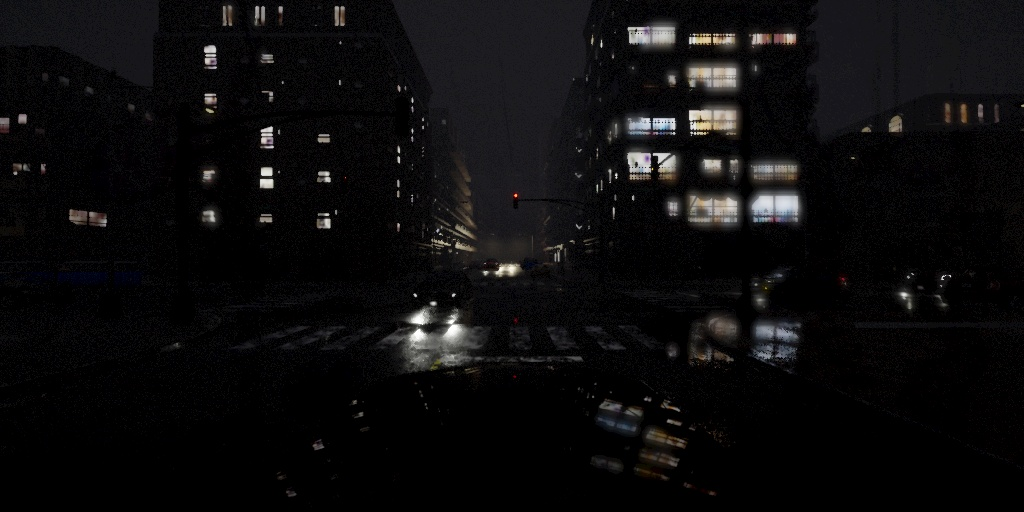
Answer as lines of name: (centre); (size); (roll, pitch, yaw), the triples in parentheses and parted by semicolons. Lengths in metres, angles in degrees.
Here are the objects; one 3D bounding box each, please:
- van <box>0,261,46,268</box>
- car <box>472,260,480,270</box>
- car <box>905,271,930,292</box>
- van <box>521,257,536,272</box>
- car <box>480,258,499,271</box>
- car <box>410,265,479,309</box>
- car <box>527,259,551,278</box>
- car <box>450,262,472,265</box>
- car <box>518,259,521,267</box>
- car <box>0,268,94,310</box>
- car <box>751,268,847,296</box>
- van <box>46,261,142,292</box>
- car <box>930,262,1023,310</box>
van: (-30.447, 1.201, 21.691); (3.998, 1.789, 1.690); (0, 0, 1)
car: (-5.431, 1.367, 52.995); (1.802, 1.307, 4.207); (0, 0, 0)
car: (23.387, 1.074, 18.520); (4.553, 1.767, 2.097); (0, -1, 1)
van: (2.495, 1.119, 47.418); (1.690, 1.789, 3.998); (0, 0, 0)
car: (-2.860, 1.123, 50.280); (2.097, 1.767, 4.553); (0, 0, 0)
car: (-2.781, 1.302, 15.351); (2.033, 1.411, 5.357); (0, 0, 0)
car: (2.623, 1.290, 33.585); (1.751, 1.417, 4.829); (0, 0, 0)
car: (-5.522, 1.317, 36.022); (2.007, 1.370, 4.403); (0, 0, 0)
car: (2.450, 1.100, 53.071); (2.192, 1.841, 5.009); (0, 0, 0)
car: (-19.364, 1.290, 13.663); (4.403, 1.370, 2.007); (0, 0, 1)
car: (14.688, 1.304, 18.634); (4.181, 1.385, 1.994); (0, -1, 1)
van: (-24.853, 1.191, 21.617); (3.998, 1.789, 1.690); (0, 0, 1)
car: (18.663, 1.103, 13.157); (4.097, 1.591, 1.967); (0, 0, 1)
